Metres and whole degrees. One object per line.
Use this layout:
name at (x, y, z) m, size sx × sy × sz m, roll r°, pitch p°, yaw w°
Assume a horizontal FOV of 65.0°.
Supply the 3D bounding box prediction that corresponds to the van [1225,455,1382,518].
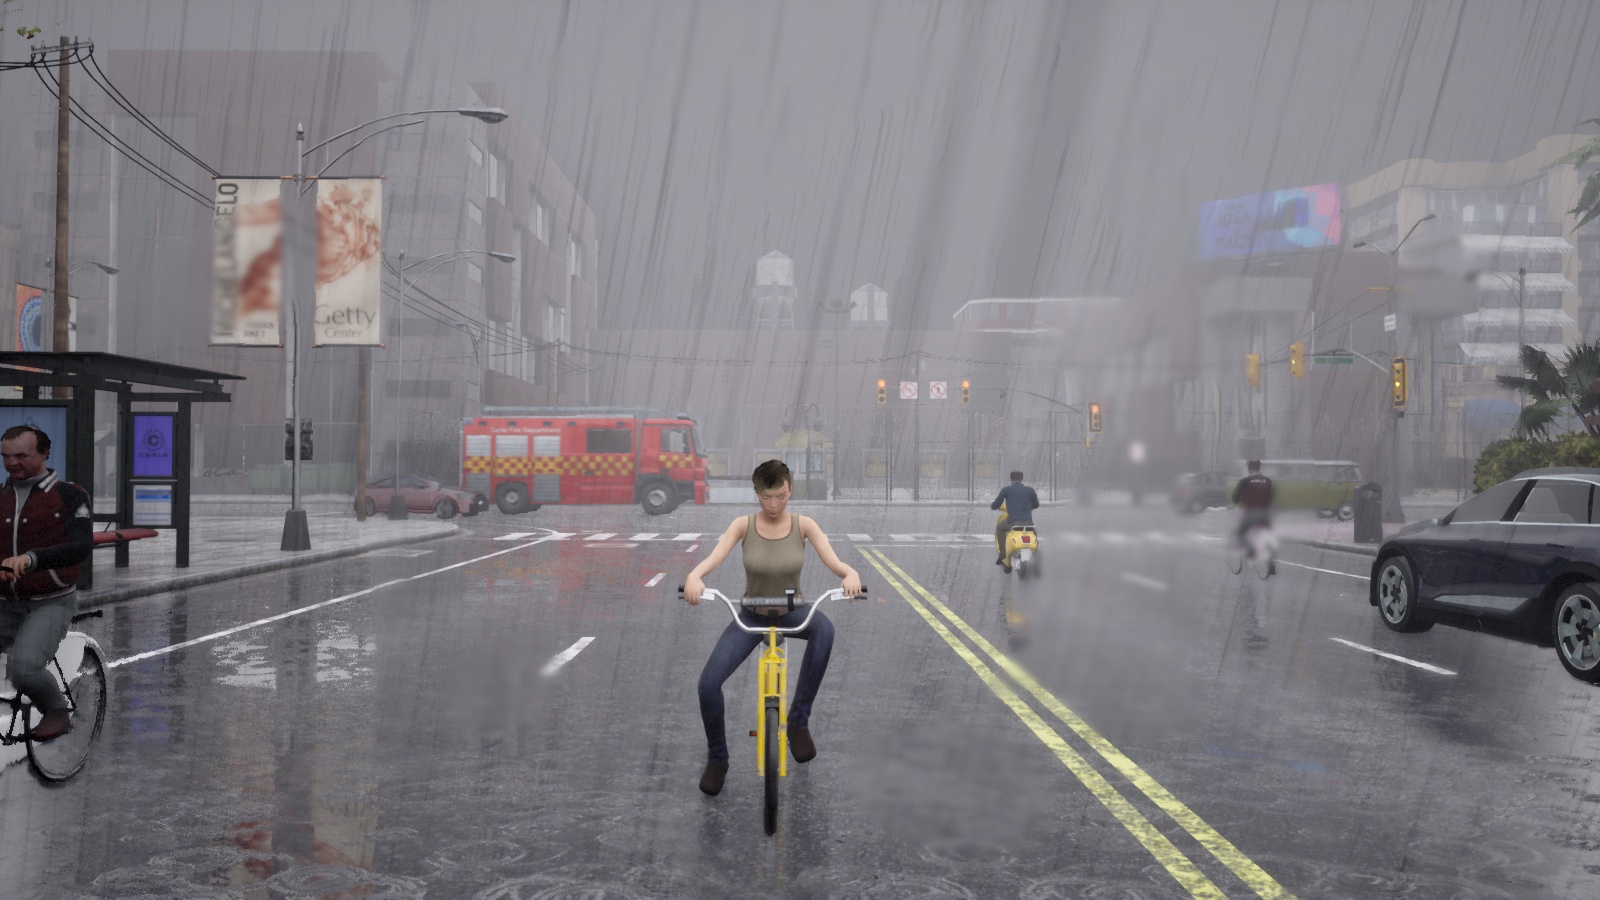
van at (16.451, 1.191, 41.176) m, size 4.442 × 1.987 × 1.775 m, roll 0°, pitch -1°, yaw 0°

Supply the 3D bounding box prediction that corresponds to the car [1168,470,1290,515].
car at (15.222, 1.481, 44.681) m, size 3.705 × 1.549 × 1.789 m, roll 0°, pitch -1°, yaw 0°

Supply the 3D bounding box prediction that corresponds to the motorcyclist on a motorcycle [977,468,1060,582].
motorcyclist on a motorcycle at (3.196, 1.066, 18.522) m, size 0.866 × 1.590 × 1.817 m, roll 0°, pitch -1°, yaw -1°

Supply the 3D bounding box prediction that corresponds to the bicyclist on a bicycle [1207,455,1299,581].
bicyclist on a bicycle at (6.694, 0.971, 18.659) m, size 0.659 × 1.776 × 1.843 m, roll 0°, pitch -1°, yaw -1°

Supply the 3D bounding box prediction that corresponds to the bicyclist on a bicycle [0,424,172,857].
bicyclist on a bicycle at (-3.621, 0.795, 5.670) m, size 0.659 × 1.776 × 1.843 m, roll 0°, pitch -1°, yaw -1°

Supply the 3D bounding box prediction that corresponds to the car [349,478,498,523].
car at (-12.125, 1.607, 40.578) m, size 4.181 × 1.385 × 1.994 m, roll 0°, pitch -1°, yaw 8°

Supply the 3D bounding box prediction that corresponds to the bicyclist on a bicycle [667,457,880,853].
bicyclist on a bicycle at (-0.120, 0.850, 5.896) m, size 0.866 × 1.612 × 1.509 m, roll 0°, pitch -1°, yaw -1°

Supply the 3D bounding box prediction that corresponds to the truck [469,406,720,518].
truck at (-7.155, 0.425, 44.586) m, size 8.468 × 3.827 × 2.891 m, roll 0°, pitch -1°, yaw 0°

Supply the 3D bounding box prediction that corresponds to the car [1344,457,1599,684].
car at (6.807, 0.900, 10.864) m, size 2.033 × 1.649 × 4.856 m, roll 0°, pitch -1°, yaw -1°
